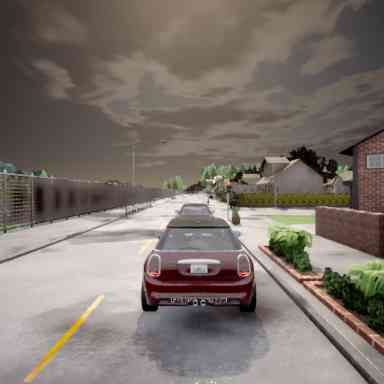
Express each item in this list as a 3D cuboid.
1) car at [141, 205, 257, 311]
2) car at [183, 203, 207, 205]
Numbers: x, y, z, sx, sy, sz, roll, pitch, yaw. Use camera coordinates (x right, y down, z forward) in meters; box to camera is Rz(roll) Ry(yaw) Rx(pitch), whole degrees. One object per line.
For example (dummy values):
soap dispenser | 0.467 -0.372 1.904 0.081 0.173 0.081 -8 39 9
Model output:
car | 0.125 1.352 7.893 2.097 1.767 4.553 0 0 0
car | 0.163 1.352 17.590 2.097 1.767 4.553 0 0 0
